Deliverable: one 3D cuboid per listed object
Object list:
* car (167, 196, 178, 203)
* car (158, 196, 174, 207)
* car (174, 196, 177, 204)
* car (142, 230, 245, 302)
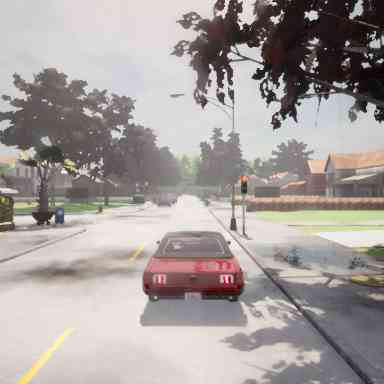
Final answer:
[{"bbox_3d":[-4.080,1.540,71.205,2.033,1.411,5.357,0,0,0],"label":"car"},{"bbox_3d":[-4.154,1.601,50.852,1.895,1.301,4.718,0,0,0],"label":"car"},{"bbox_3d":[-4.135,1.564,60.844,1.994,1.385,4.181,0,0,0],"label":"car"},{"bbox_3d":[0.042,1.601,8.226,1.895,1.301,4.718,0,0,1],"label":"car"}]
